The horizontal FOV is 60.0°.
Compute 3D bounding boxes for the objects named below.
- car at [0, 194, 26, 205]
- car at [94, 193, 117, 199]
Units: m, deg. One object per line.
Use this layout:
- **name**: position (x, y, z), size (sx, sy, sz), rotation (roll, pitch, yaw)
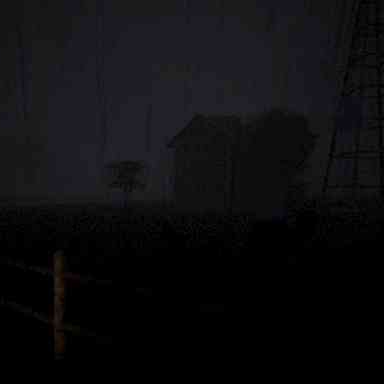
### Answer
- **car**: position (-30.229, 1.108, 55.486), size (2.097, 1.767, 4.553), rotation (1, 1, 35)
- **car**: position (-19.780, 0.926, 76.286), size (2.033, 1.411, 5.357), rotation (1, 1, 35)
